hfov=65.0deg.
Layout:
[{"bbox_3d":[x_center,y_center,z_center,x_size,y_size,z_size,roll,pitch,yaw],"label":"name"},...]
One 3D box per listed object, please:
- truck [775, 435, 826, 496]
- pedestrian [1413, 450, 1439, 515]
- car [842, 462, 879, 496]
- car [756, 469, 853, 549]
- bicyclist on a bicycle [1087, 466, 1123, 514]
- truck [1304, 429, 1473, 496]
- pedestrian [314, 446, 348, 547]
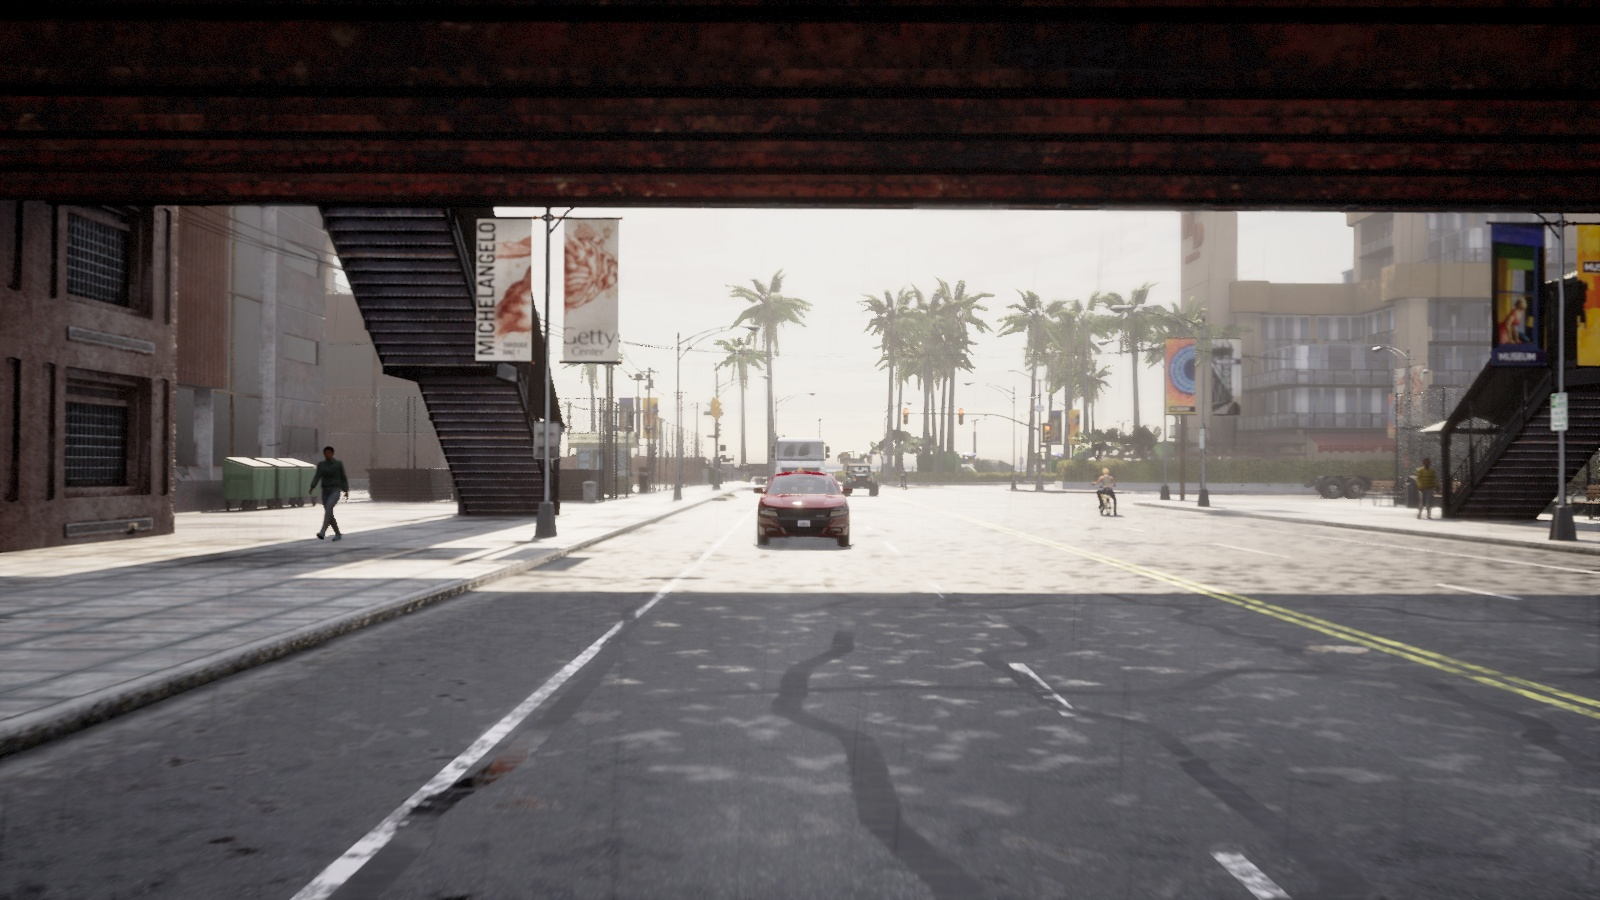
[{"bbox_3d":[-0.033,0.944,74.803,2.891,3.462,7.936,0,-1,-1],"label":"truck"},{"bbox_3d":[17.986,0.934,36.075,0.431,1.840,0.709,0,-1,7],"label":"pedestrian"},{"bbox_3d":[3.473,1.671,72.356,1.905,1.878,3.866,0,-1,-1],"label":"car"},{"bbox_3d":[0.072,1.189,26.889,1.882,1.535,5.008,0,-1,0],"label":"car"},{"bbox_3d":[10.432,1.347,42.995,0.866,1.612,1.509,0,-1,0],"label":"bicyclist on a bicycle"},{"bbox_3d":[31.633,0.714,67.831,7.936,3.462,2.891,-1,-1,18],"label":"truck"},{"bbox_3d":[-8.708,0.850,23.310,0.353,1.847,0.614,0,-1,6],"label":"pedestrian"}]
